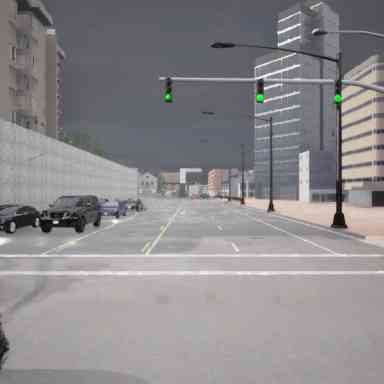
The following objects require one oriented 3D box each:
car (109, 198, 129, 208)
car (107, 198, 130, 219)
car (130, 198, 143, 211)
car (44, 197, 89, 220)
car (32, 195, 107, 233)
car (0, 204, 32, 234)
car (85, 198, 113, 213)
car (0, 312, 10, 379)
[{"bbox_3d":[-10.566,1.605,48.417,1.895,1.301,4.718,0,0,0],"label":"car"},{"bbox_3d":[-7.105,1.528,29.743,1.812,1.442,4.674,0,0,0],"label":"car"},{"bbox_3d":[-7.099,1.495,40.086,2.128,1.511,4.902,0,0,0],"label":"car"},{"bbox_3d":[-10.606,1.355,28.539,2.097,1.767,4.553,0,0,0],"label":"car"},{"bbox_3d":[-7.100,1.223,20.103,2.150,2.045,5.566,0,0,0],"label":"car"},{"bbox_3d":[-10.604,1.507,19.472,1.837,1.490,4.892,0,0,0],"label":"car"},{"bbox_3d":[-10.602,1.508,38.357,1.837,1.490,4.892,0,0,0],"label":"car"},{"bbox_3d":[-4.127,1.565,3.167,4.181,1.385,1.994,0,0,0],"label":"car"}]
